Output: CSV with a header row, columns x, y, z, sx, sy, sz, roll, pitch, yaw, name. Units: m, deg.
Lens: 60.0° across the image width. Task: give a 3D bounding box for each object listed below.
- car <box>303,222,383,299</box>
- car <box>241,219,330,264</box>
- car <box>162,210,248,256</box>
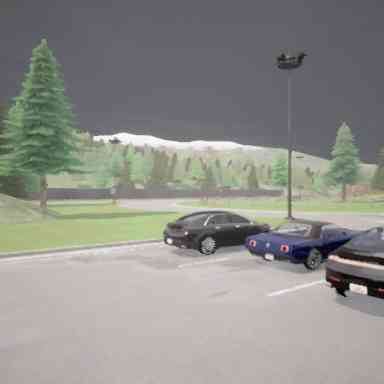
x,y,z,sx,sy,sz,roll,pitch,yaw,name
4.887,1.483,7.235,4.902,1.511,2.128,0,0,-36,car
4.059,1.591,10.941,4.718,1.301,1.895,0,0,-36,car
1.184,1.496,13.192,4.892,1.490,1.837,0,0,-36,car
